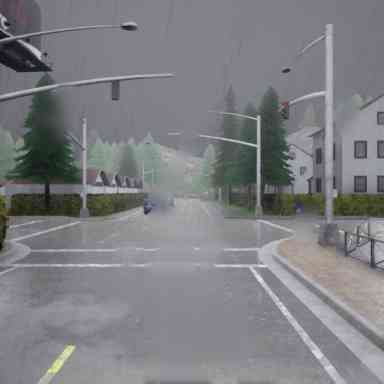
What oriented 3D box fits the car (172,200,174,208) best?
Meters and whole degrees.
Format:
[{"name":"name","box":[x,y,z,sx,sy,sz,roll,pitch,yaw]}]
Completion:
[{"name":"car","box":[-3.568,1.526,47.770,1.812,1.442,4.674,0,0,0]}]

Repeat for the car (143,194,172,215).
[{"name":"car","box":[-3.591,1.220,34.205,2.150,2.045,5.566,0,0,0]}]
